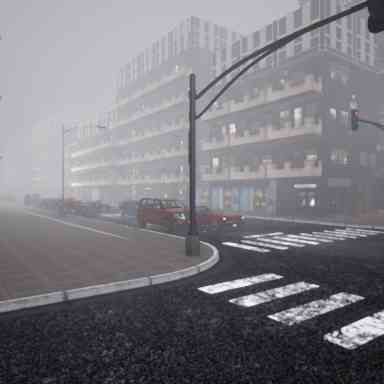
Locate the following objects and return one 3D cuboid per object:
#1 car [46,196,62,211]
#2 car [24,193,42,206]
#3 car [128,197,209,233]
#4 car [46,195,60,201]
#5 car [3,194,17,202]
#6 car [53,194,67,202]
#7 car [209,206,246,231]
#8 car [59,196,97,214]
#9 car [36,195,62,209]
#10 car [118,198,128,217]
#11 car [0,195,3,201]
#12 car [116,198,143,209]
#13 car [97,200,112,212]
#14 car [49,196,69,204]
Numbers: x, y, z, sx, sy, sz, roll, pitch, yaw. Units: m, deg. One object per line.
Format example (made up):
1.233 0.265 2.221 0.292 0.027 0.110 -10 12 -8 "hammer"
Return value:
-14.848 1.450 38.030 1.947 1.339 4.313 0 0 -36 "car"
-24.815 1.161 51.793 2.192 1.841 5.009 0 0 -36 "car"
-1.556 1.263 19.679 2.192 1.841 5.009 0 0 -36 "car"
-31.318 1.378 75.058 2.008 1.369 4.403 0 0 -36 "car"
-38.107 1.412 70.144 1.802 1.307 4.206 0 0 -36 "car"
-27.996 1.268 70.472 1.967 1.590 4.097 0 0 -36 "car"
1.087 1.552 20.470 1.895 1.301 4.718 0 0 -37 "car"
-11.525 1.444 33.442 1.887 1.381 4.507 0 0 -36 "car"
-18.171 1.436 42.619 1.947 1.339 4.313 0 0 -36 "car"
-4.557 1.399 28.232 1.882 1.535 5.008 0 0 -36 "car"
-41.430 1.269 74.730 1.967 1.590 4.097 0 0 -36 "car"
-8.061 1.464 42.947 1.802 1.307 4.206 0 0 -36 "car"
-10.484 1.495 36.431 1.895 1.301 4.718 0 0 -36 "car"
-24.517 1.382 61.265 2.033 1.411 5.357 0 0 -37 "car"
